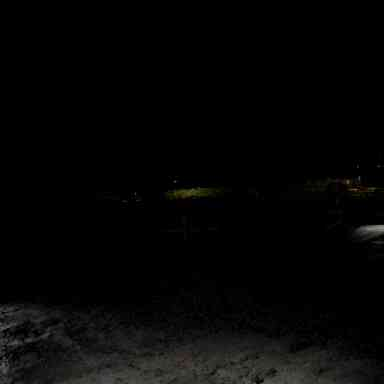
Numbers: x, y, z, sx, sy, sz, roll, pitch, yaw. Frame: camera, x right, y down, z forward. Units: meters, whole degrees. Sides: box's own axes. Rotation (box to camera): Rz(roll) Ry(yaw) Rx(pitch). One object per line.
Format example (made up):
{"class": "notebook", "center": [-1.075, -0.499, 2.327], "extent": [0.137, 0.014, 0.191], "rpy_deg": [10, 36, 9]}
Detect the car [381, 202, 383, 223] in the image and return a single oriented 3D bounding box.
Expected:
{"class": "car", "center": [11.791, 0.878, 18.621], "extent": [1.812, 1.442, 4.674], "rpy_deg": [-4, 0, 33]}
